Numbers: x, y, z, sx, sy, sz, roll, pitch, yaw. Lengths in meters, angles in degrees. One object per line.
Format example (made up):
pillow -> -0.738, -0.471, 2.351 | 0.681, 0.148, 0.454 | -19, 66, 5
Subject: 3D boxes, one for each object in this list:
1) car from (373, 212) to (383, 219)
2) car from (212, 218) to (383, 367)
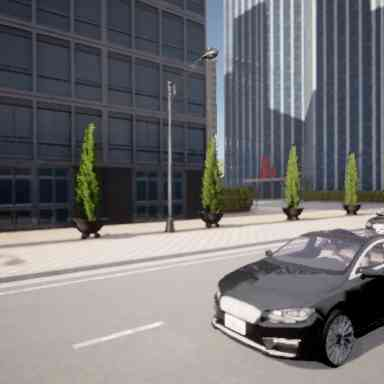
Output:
car -> 9.839, 1.365, 15.212 | 4.902, 1.511, 2.128 | 0, 0, -35
car -> 2.559, 1.450, 5.798 | 4.902, 1.511, 2.128 | -1, 0, -35
